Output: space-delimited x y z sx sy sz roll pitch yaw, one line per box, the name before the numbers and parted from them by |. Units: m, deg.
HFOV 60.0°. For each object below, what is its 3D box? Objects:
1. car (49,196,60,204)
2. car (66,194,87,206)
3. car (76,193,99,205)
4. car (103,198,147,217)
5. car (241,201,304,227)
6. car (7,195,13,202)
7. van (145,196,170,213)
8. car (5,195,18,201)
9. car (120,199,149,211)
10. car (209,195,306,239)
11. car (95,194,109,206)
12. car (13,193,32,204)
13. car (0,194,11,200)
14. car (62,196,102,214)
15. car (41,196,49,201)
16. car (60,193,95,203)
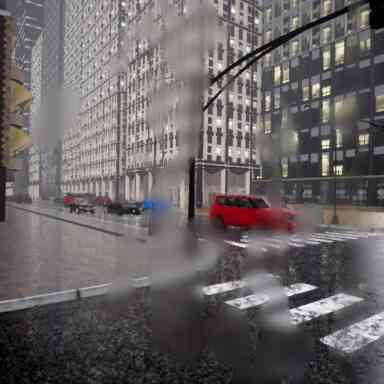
car | -24.211 1.503 61.594 2.033 1.411 5.357 1 -1 -38
car | -18.760 1.316 53.887 2.097 1.767 4.553 1 -1 -36
car | -18.574 1.247 58.828 2.150 2.045 5.566 1 -1 -35
car | -6.268 1.496 30.785 1.994 1.385 4.181 1 -1 -35
car | 5.714 1.503 23.909 1.967 1.590 4.097 1 -1 -35
car | -37.100 1.396 69.712 1.947 1.339 4.313 1 -1 -35
van | -4.097 1.380 37.725 1.690 1.788 3.998 1 -1 -35
car | -40.370 1.377 74.317 2.008 1.369 4.403 1 -1 -35
car | -7.372 1.583 42.328 2.008 1.369 4.403 1 -1 -35
car | 3.189 1.177 17.458 2.150 2.045 5.566 1 -1 -35
car | -14.482 1.378 53.075 2.097 1.767 4.553 1 -1 -35
car | -30.554 1.154 60.504 2.192 1.841 5.009 1 -1 -35
car | -46.816 1.364 83.391 1.752 1.417 4.829 1 -1 -35
car | -10.932 1.426 32.871 2.008 1.369 4.403 1 -1 -35
car | -36.811 1.569 83.774 1.802 1.307 4.206 1 -1 -35
car | -14.779 1.133 42.820 2.150 2.045 5.566 1 0 -35
